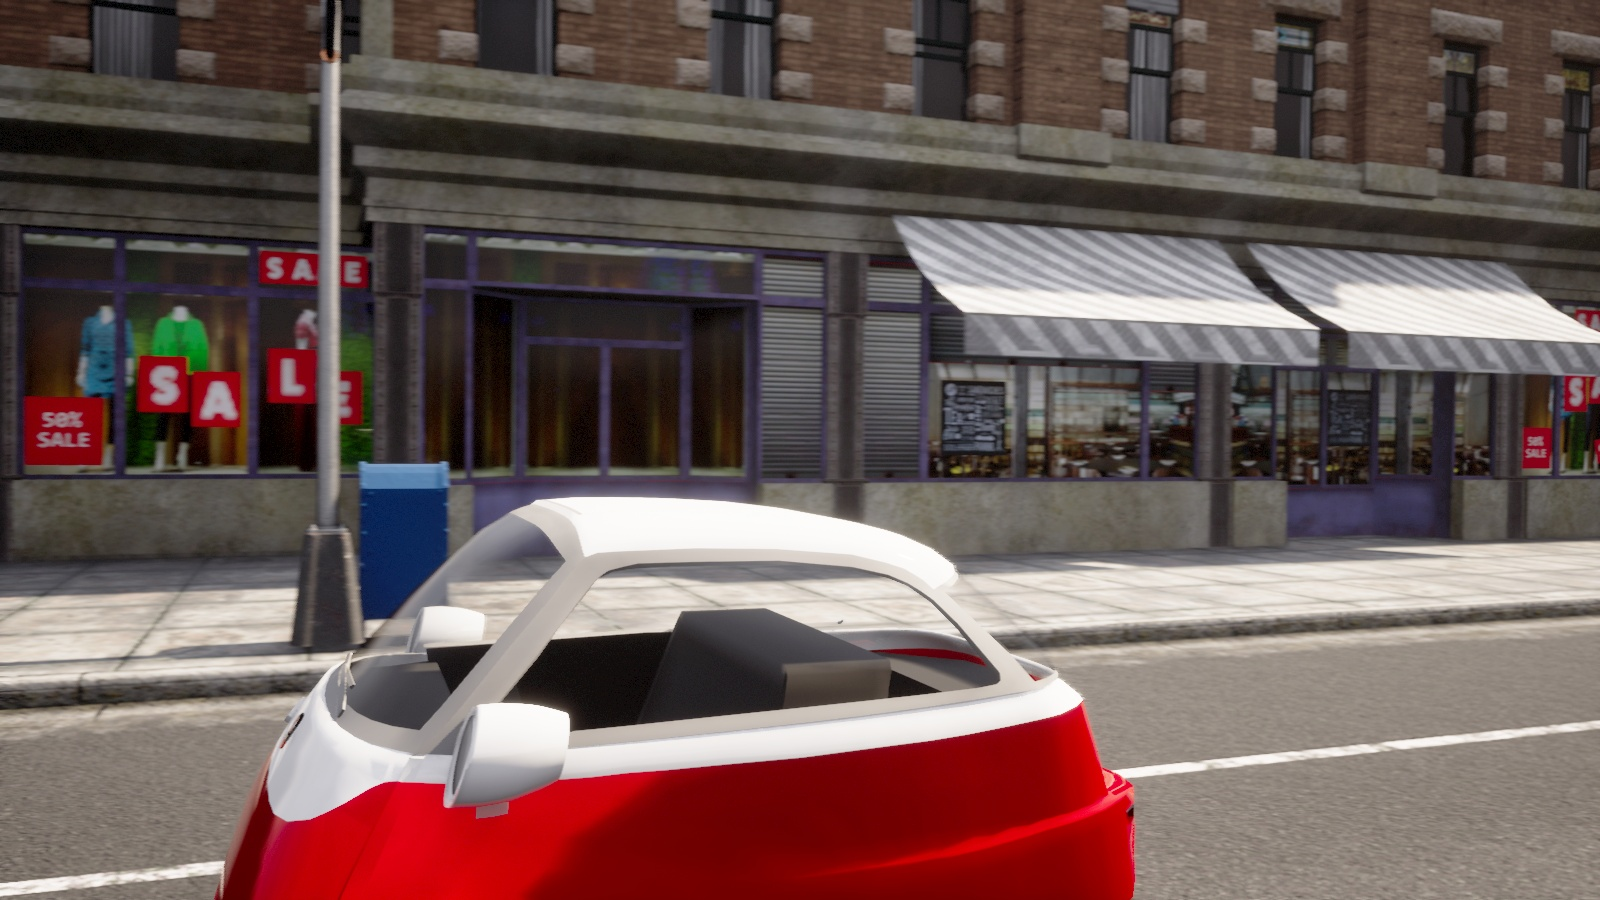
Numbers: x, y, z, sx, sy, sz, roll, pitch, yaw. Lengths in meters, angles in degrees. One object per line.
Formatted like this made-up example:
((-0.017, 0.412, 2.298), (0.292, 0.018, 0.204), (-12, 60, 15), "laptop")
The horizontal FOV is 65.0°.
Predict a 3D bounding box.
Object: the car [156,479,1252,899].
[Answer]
((-0.275, 0.805, 3.136), (2.207, 1.376, 1.481), (-1, 1, -21), "car")
